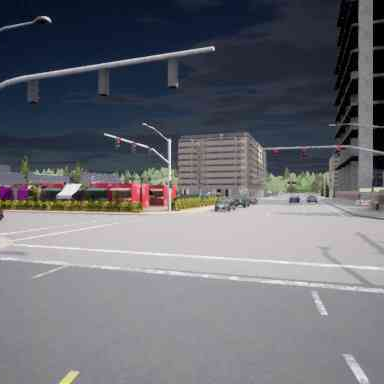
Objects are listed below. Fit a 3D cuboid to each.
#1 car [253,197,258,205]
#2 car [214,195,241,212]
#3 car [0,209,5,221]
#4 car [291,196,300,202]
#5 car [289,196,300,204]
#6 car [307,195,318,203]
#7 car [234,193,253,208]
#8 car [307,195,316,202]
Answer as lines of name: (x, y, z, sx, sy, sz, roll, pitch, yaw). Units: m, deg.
car: (10.359, 1.564, 58.613, 1.994, 1.385, 4.181, 0, 0, 19)
car: (4.024, 1.491, 39.686, 2.128, 1.511, 4.902, 0, 0, 18)
car: (-17.102, 1.533, 26.147, 5.008, 1.535, 1.882, 0, 0, 19)
car: (24.411, 1.553, 78.421, 1.994, 1.385, 4.181, 0, 0, 18)
car: (20.208, 1.478, 65.488, 1.882, 1.535, 5.008, 0, -1, 18)
car: (24.573, 1.541, 67.778, 2.033, 1.411, 5.357, 0, 0, 18)
car: (7.157, 1.221, 49.079, 2.150, 2.045, 5.566, 0, 0, 18)
car: (27.840, 1.524, 77.641, 1.812, 1.442, 4.674, 0, 0, 18)
